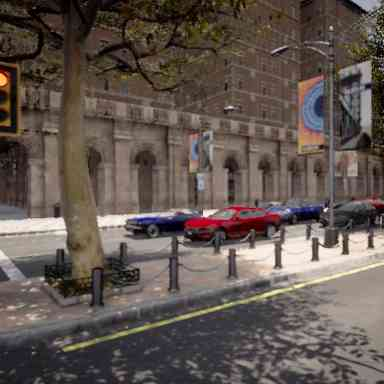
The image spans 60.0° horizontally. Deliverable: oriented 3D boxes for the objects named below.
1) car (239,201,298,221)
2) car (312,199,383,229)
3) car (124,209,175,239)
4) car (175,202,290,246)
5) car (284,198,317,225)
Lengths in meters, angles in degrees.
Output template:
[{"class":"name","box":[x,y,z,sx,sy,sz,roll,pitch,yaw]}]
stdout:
[{"class":"car","box":[6.116,1.478,26.348,4.718,1.301,1.895,0,0,-36]},{"class":"car","box":[9.961,1.388,20.800,4.892,1.490,1.837,0,0,-35]},{"class":"car","box":[-1.087,1.549,17.308,4.718,1.301,1.895,0,0,-35]},{"class":"car","box":[1.945,1.418,15.167,5.008,1.535,1.882,0,0,-35]},{"class":"car","box":[7.183,1.241,23.118,4.553,1.767,2.097,0,0,-35]}]
